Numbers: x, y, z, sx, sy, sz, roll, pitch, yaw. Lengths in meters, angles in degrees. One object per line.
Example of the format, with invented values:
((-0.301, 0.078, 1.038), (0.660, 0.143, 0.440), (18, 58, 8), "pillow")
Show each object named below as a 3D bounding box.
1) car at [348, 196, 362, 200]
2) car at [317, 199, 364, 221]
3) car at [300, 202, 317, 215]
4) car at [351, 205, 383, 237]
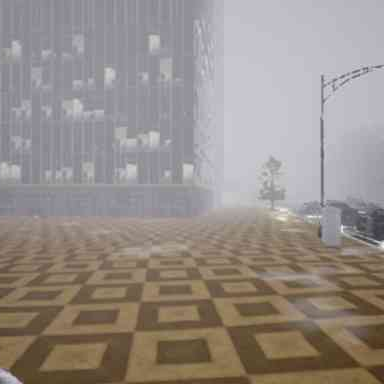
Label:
((23.412, 1.855, 49.386), (2.128, 1.511, 4.902), (11, -14, 1), "car")
((11.859, 1.622, 26.952), (1.882, 1.535, 5.008), (0, 0, 8), "car")
((13.340, 1.796, 37.011), (1.994, 1.385, 4.181), (0, 0, 8), "car")
((10.477, 1.632, 18.066), (1.994, 1.385, 4.181), (0, 0, 9), "car")
